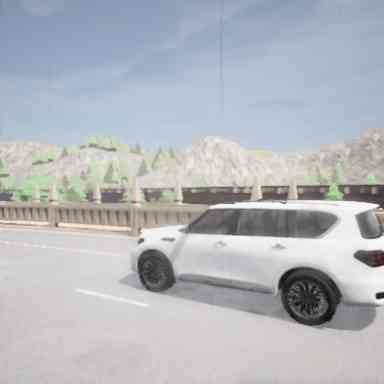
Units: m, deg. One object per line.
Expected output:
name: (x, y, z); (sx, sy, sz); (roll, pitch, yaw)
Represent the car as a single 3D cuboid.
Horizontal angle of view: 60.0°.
car: (1.206, 1.198, 7.207); (5.566, 2.045, 2.150); (0, 0, 33)
